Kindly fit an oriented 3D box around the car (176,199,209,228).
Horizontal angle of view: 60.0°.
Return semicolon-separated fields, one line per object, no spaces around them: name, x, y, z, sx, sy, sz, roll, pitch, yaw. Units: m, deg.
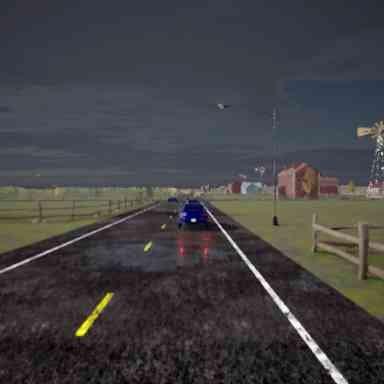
car;0.091;1.418;21.081;1.812;1.442;4.674;0;0;0

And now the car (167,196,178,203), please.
car;-3.527;1.333;62.010;1.895;1.301;4.718;0;0;0

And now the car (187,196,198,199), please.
car;0.082;1.285;43.582;2.128;1.511;4.902;0;0;0
